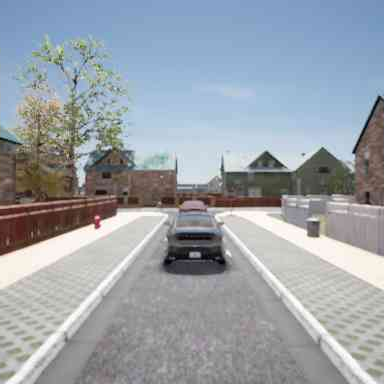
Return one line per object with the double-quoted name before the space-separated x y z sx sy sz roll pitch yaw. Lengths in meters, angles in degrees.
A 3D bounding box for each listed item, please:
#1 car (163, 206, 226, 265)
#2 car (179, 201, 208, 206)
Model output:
"car" 0.080 1.433 11.335 1.837 1.490 4.892 0 0 0
"car" 0.110 1.336 22.674 1.882 1.535 5.008 0 0 2
